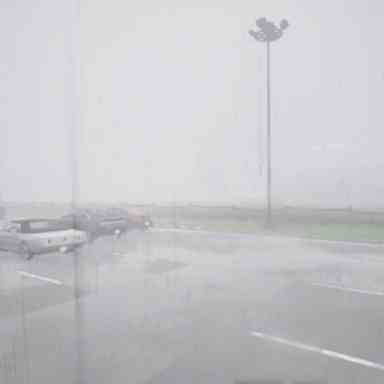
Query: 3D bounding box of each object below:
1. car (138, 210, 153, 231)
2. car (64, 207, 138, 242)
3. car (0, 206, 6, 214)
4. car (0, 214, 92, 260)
[{"bbox_3d":[-4.404,1.619,20.037,4.674,1.442,1.812,0,0,36],"label":"car"},{"bbox_3d":[-5.325,1.577,16.393,4.902,1.511,2.128,0,0,36],"label":"car"},{"bbox_3d":[-18.960,1.681,30.423,5.008,1.535,1.882,0,0,36],"label":"car"},{"bbox_3d":[-6.229,1.677,12.737,4.718,1.301,1.895,0,0,36],"label":"car"}]
